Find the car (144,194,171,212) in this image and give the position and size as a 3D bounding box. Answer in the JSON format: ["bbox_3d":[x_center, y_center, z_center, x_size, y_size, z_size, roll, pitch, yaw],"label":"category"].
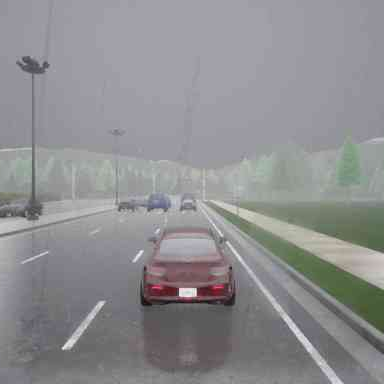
[{"bbox_3d":[-3.937,1.221,38.902,2.150,2.045,5.566,0,0,-1],"label":"car"}]

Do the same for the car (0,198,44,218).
[{"bbox_3d":[-15.341,1.352,30.153,2.097,1.767,4.553,0,0,-1],"label":"car"}]

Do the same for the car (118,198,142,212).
[{"bbox_3d":[-7.440,1.505,39.129,1.837,1.490,4.892,0,0,-1],"label":"car"}]

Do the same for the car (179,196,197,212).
[{"bbox_3d":[-0.441,1.526,39.275,1.812,1.442,4.674,0,0,-1],"label":"car"}]

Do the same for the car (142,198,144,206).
[{"bbox_3d":[-7.561,1.564,49.478,1.994,1.385,4.181,0,0,-1],"label":"car"}]

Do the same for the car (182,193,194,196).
[{"bbox_3d":[-0.561,1.221,49.341,2.150,2.045,5.566,0,0,-1],"label":"car"}]

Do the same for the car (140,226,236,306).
[{"bbox_3d":[-0.094,1.526,7.899,1.812,1.442,4.674,0,0,-1],"label":"car"}]
